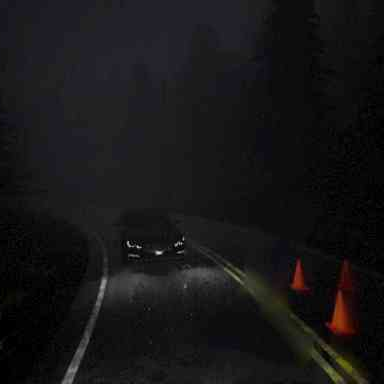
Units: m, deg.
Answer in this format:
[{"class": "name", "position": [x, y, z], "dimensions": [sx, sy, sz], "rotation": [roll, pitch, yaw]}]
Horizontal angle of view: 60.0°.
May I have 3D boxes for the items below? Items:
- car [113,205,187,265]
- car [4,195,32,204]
[{"class": "car", "position": [-1.539, 1.263, 11.106], "dimensions": [1.837, 1.490, 4.892], "rotation": [-1, 3, -16]}, {"class": "car", "position": [-22.760, 1.136, 43.195], "dimensions": [4.718, 1.301, 1.895], "rotation": [5, 8, 39]}]
